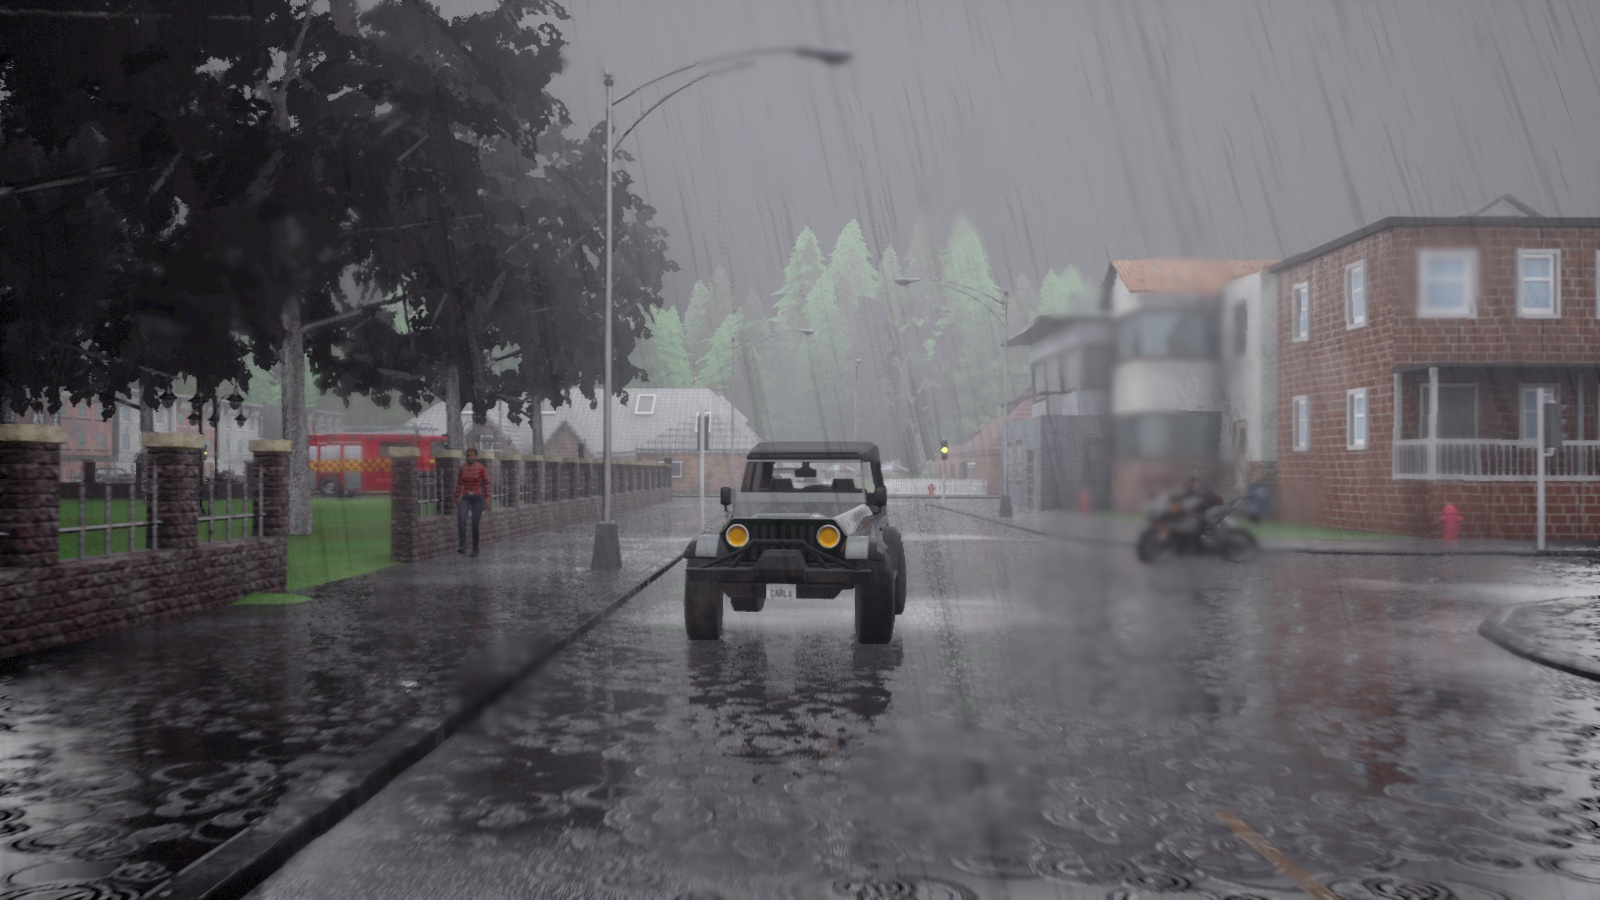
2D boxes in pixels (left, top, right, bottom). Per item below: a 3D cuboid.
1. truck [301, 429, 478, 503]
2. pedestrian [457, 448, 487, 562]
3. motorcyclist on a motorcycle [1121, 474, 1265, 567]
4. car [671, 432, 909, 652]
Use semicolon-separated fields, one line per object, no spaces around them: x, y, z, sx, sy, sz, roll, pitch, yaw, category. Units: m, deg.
-21.794;0.859;67.017;8.468;3.827;2.891;0;-1;-1;truck
-5.403;0.892;20.684;0.331;1.846;0.636;0;-1;0;pedestrian
6.695;1.182;21.451;2.191;1.530;0.866;0;0;-11;motorcyclist on a motorcycle
0.065;0.824;12.781;1.905;1.878;3.866;0;-1;7;car
